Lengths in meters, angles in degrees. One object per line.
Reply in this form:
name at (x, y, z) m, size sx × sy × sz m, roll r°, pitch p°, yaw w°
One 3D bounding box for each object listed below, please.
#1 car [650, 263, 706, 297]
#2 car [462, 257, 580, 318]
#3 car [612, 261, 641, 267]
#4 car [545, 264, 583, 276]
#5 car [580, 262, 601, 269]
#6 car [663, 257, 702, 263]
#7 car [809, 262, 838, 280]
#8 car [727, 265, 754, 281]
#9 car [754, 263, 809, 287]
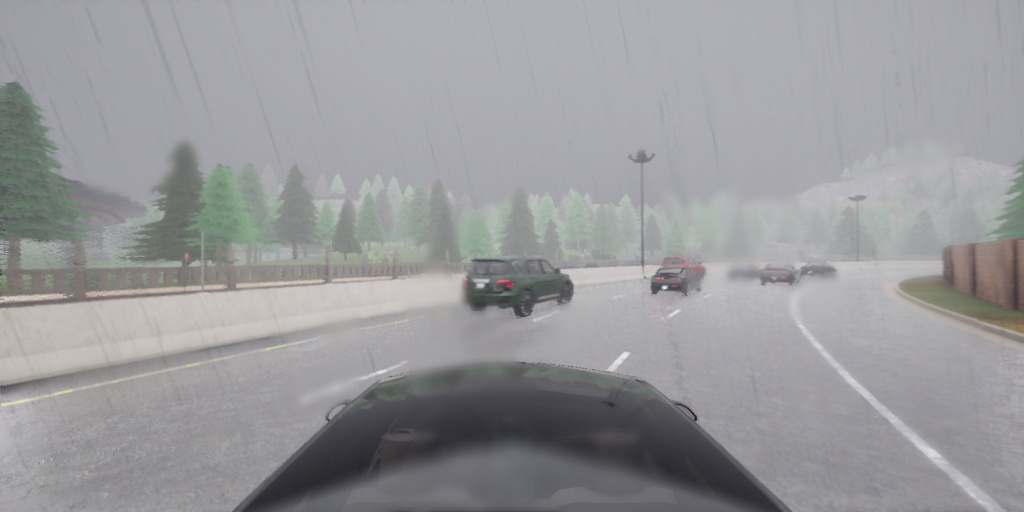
car at (9.188, 1.333, 19.844) m, size 1.837 × 1.490 × 4.892 m, roll -1°, pitch -1°, yaw 39°
car at (0.433, 1.046, 13.831) m, size 2.150 × 2.045 × 5.566 m, roll -1°, pitch 0°, yaw 33°
car at (12.397, 1.282, 38.507) m, size 4.553 × 1.767 × 2.097 m, roll 0°, pitch 0°, yaw -41°
car at (6.150, 1.578, 42.294) m, size 4.718 × 1.301 × 1.895 m, roll 0°, pitch -1°, yaw -43°
car at (7.814, 1.457, 39.059) m, size 4.892 × 1.490 × 1.837 m, roll 0°, pitch -1°, yaw -43°
car at (14.939, 1.099, 31.174) m, size 5.566 × 2.045 × 2.150 m, roll 0°, pitch -1°, yaw -44°
car at (28.444, 1.321, 33.196) m, size 5.008 × 1.535 × 1.882 m, roll 0°, pitch 0°, yaw -36°
car at (20.957, 1.462, 31.844) m, size 4.718 × 1.301 × 1.895 m, roll 0°, pitch 0°, yaw -41°
car at (19.304, 1.320, 25.612) m, size 4.902 × 1.511 × 2.128 m, roll 0°, pitch 0°, yaw -44°
